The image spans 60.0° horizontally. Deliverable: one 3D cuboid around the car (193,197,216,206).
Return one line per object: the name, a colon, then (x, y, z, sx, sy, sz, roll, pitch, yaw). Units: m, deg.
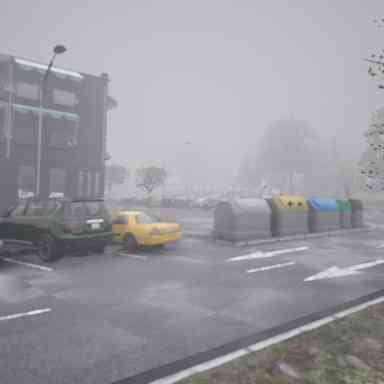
car: (2.516, 1.882, 64.719, 2.231, 1.521, 4.892, 1, -2, 35)

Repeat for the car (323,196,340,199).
car: (18.065, 1.624, 42.413, 2.435, 2.045, 5.566, 1, -2, 35)

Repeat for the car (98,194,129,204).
car: (-13.661, 1.265, 58.051, 1.946, 1.575, 5.366, 1, -1, 35)

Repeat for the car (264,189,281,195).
car: (14.381, 0.125, 59.896, 1.812, 1.442, 4.674, 3, 3, -34)

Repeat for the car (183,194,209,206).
car: (0.796, 1.630, 67.185, 2.435, 2.045, 5.566, 1, -2, 35)

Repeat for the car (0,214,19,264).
car: (-7.719, 1.503, 10.422, 4.674, 1.452, 2.002, -1, -1, 35)

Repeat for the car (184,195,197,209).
car: (1.625, 1.304, 36.333, 2.002, 1.452, 4.674, 1, -1, 35)

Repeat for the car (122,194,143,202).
car: (-16.413, 1.637, 92.060, 2.435, 2.045, 5.566, 1, -2, 35)

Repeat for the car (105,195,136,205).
car: (-11.876, 1.271, 55.779, 2.097, 1.535, 5.008, 1, -1, 35)

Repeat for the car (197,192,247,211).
car: (3.309, 1.012, 33.879, 2.435, 2.045, 5.566, 1, -1, 35)

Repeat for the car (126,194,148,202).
car: (-14.701, 1.635, 89.523, 2.435, 2.045, 5.566, 2, -2, 35)

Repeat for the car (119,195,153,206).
car: (-8.492, 1.269, 50.910, 2.097, 1.535, 5.008, 0, -1, 35)

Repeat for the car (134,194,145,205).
car: (-5.122, 1.269, 46.049, 2.231, 1.521, 4.892, 0, -1, 35)

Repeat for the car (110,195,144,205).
car: (-10.286, 1.263, 53.190, 1.946, 1.575, 5.366, 1, -1, 35)

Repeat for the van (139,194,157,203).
van: (-11.185, 1.666, 84.683, 1.878, 1.987, 4.442, 1, -2, 35)

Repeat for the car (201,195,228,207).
car: (4.285, 1.631, 62.269, 2.435, 2.045, 5.566, 1, -2, 35)

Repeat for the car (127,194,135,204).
car: (-6.824, 1.297, 48.458, 2.163, 1.488, 4.792, 1, -1, 35)

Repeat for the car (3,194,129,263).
car: (-5.285, 1.221, 12.180, 5.566, 2.045, 2.435, -1, -1, 35)

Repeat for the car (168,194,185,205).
car: (-0.065, 1.266, 38.760, 2.231, 1.521, 4.892, 0, -1, 35)

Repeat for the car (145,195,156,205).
car: (-3.337, 1.267, 43.779, 1.946, 1.575, 5.366, 0, -1, 35)

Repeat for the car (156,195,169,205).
car: (-1.767, 1.140, 41.171, 2.185, 1.767, 4.553, 0, -1, 35)

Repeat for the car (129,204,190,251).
car: (-2.945, 1.474, 14.020, 5.366, 1.575, 1.946, -1, -1, 35)

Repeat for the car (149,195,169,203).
car: (-7.837, 1.759, 79.596, 2.185, 1.767, 4.553, 1, -2, 35)

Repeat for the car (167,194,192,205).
car: (-2.614, 1.634, 72.199, 2.435, 2.045, 5.566, 1, -2, 35)

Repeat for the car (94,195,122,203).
car: (-15.240, 1.303, 60.663, 2.163, 1.488, 4.792, 0, -1, 35)

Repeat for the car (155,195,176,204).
car: (-6.102, 1.759, 77.113, 2.185, 1.767, 4.553, 1, -2, 35)

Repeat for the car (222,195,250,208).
car: (7.700, 1.627, 57.255, 2.435, 2.045, 5.566, 2, -2, 35)
